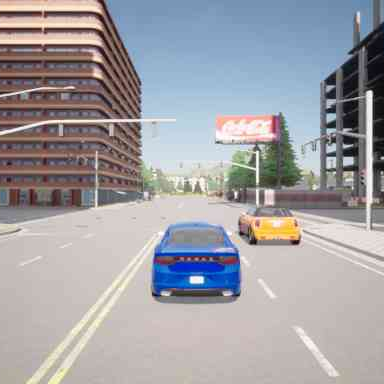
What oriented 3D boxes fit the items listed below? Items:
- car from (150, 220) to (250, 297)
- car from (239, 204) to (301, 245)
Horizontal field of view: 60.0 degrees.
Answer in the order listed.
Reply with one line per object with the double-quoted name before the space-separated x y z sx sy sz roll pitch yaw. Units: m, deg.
"car" 0.085 1.478 8.639 1.882 1.535 5.008 0 0 0
"car" 3.473 1.352 15.728 2.097 1.767 4.553 0 0 0
